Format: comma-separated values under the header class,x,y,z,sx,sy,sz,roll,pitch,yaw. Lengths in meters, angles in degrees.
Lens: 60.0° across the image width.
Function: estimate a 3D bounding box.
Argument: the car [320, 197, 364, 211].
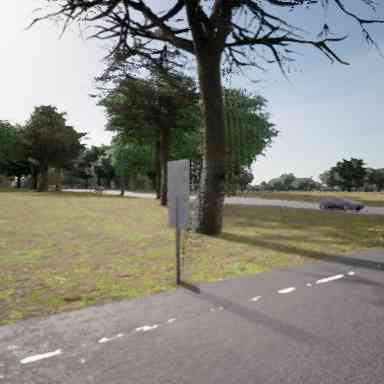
class,x,y,z,sx,sy,sz,roll,pitch,yaw
car,15.605,1.220,34.677,1.994,1.385,4.181,-1,2,-35
